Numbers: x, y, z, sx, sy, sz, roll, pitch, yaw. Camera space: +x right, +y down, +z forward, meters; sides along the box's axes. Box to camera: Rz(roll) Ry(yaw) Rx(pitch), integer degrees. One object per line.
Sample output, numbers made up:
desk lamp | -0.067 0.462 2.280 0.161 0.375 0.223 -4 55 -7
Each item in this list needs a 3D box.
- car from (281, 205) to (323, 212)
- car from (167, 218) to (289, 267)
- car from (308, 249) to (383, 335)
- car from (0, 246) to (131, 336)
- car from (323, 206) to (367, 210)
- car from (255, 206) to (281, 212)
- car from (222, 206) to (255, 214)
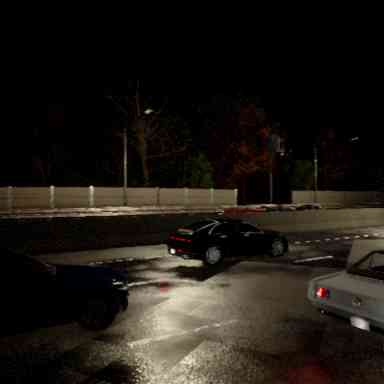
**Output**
car | 11.997 2.133 34.751 4.892 1.490 1.837 0 -1 -29
car | 1.456 1.755 12.448 4.892 1.490 1.837 0 -1 -30
car | 4.460 1.697 6.104 4.718 1.301 1.895 0 -1 -30
car | -3.397 1.676 5.668 4.674 1.442 1.812 0 -1 -30
car | 15.878 2.108 32.931 5.357 1.411 2.033 0 -1 -30
car | 9.717 2.266 37.479 4.181 1.385 1.994 0 -1 -29
car | 5.885 2.371 39.329 4.718 1.301 1.895 0 -1 -30
